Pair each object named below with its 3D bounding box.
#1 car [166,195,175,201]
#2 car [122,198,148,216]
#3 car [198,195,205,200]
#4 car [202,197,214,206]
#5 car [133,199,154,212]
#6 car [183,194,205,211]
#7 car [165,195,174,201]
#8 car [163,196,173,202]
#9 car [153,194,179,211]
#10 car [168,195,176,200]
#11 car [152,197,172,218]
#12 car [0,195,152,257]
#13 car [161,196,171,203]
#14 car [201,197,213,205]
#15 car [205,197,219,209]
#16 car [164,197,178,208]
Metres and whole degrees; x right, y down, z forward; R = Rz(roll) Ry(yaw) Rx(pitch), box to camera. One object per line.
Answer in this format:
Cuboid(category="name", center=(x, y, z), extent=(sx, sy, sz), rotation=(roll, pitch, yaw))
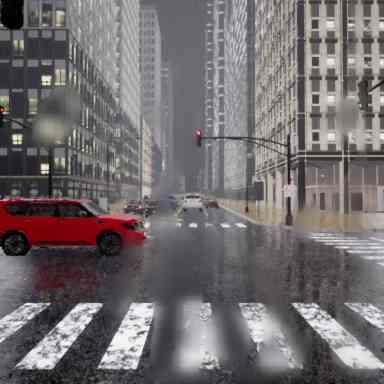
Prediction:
Cuboid(category="car", center=(-5.700, 1.587, 89.460), extent=(2.008, 1.369, 4.403), rotation=(1, 0, 0))
Cuboid(category="car", center=(-5.683, 1.453, 33.709), extent=(1.967, 1.590, 4.097), rotation=(1, 0, 0))
Cuboid(category="car", center=(2.679, 1.584, 95.119), extent=(1.887, 1.381, 4.507), rotation=(1, 0, 0))
Cuboid(category="car", center=(2.690, 1.547, 56.249), extent=(1.752, 1.417, 4.829), rotation=(1, 0, 0))
Cuboid(category="car", center=(-5.688, 1.597, 39.284), extent=(1.802, 1.307, 4.206), rotation=(1, 0, 0))
Cuboid(category="car", center=(0.093, 1.237, 40.919), extent=(2.150, 2.045, 5.566), rotation=(0, 0, 0))
Cuboid(category="car", center=(-5.698, 1.578, 83.885), extent=(1.887, 1.381, 4.507), rotation=(1, 0, 0))
Cuboid(category="car", center=(-5.697, 1.582, 78.310), extent=(2.008, 1.369, 4.403), rotation=(1, 0, 0))
Cuboid(category="car", center=(-3.106, 1.237, 40.418), extent=(2.150, 2.045, 5.566), rotation=(0, 0, 0))
Cuboid(category="car", center=(-5.702, 1.605, 95.035), extent=(1.947, 1.339, 4.313), rotation=(1, 0, 0))
Cuboid(category="car", center=(-3.108, 1.516, 30.391), extent=(1.837, 1.490, 4.892), rotation=(0, 0, 0))
Cuboid(category="car", center=(-4.539, 1.232, 12.439), extent=(5.566, 2.045, 2.150), rotation=(0, 0, 0))
Cuboid(category="car", center=(-5.695, 1.573, 72.735), extent=(1.887, 1.381, 4.507), rotation=(1, 0, 0))
Cuboid(category="car", center=(2.687, 1.590, 61.656), extent=(1.947, 1.339, 4.313), rotation=(1, 0, 0))
Cuboid(category="car", center=(2.691, 1.599, 44.923), extent=(1.802, 1.307, 4.206), rotation=(1, 0, 0))
Cuboid(category="car", center=(-3.101, 1.524, 50.827), extent=(1.837, 1.490, 4.892), rotation=(0, 0, 0))
